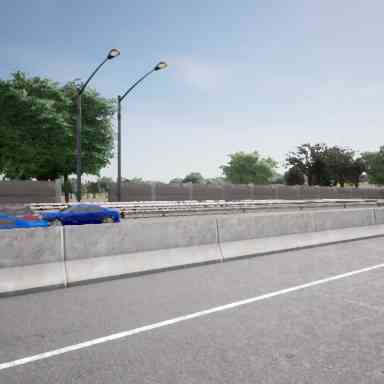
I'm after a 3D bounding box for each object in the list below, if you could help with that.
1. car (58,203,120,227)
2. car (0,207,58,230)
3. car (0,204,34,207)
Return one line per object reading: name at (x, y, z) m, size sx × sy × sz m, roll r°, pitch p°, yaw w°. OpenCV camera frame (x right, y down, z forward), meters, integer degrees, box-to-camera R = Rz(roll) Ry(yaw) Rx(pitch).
car at (-6.954, 1.473, 20.535) m, size 5.008 × 1.535 × 1.882 m, roll 0°, pitch 0°, yaw -36°
car at (-7.582, 1.477, 11.482) m, size 5.008 × 1.535 × 1.882 m, roll 0°, pitch 0°, yaw -36°
car at (-9.031, 1.351, 14.747) m, size 4.553 × 1.767 × 2.097 m, roll 0°, pitch 0°, yaw -36°
